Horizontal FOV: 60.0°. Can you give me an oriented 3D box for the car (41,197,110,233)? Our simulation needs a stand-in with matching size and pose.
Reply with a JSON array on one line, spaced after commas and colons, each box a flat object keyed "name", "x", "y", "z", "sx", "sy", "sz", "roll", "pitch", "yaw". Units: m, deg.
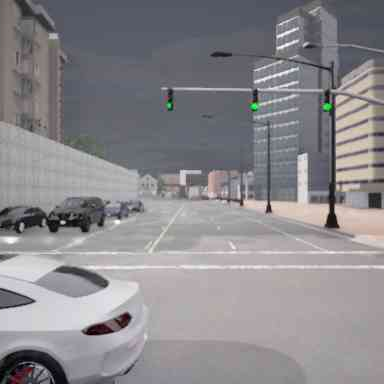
[{"name": "car", "x": -7.110, "y": 1.339, "z": 21.082, "sx": 2.150, "sy": 2.045, "sz": 5.566, "roll": 0, "pitch": 0, "yaw": 0}]

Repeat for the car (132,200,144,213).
[{"name": "car", "x": -7.117, "y": 1.720, "z": 41.063, "sx": 2.128, "sy": 1.511, "sz": 4.902, "roll": 0, "pitch": 0, "yaw": 0}]

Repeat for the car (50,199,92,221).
[{"name": "car", "x": -10.619, "y": 1.517, "z": 29.516, "sx": 2.097, "sy": 1.767, "sz": 4.553, "roll": 0, "pitch": 0, "yaw": 0}]

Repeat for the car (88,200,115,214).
[{"name": "car", "x": -10.619, "y": 1.724, "z": 39.333, "sx": 1.837, "sy": 1.490, "sz": 4.892, "roll": 0, "pitch": 0, "yaw": 0}]

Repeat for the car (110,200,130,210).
[{"name": "car", "x": -10.588, "y": 1.876, "z": 49.392, "sx": 1.895, "sy": 1.301, "sz": 4.718, "roll": 0, "pitch": 0, "yaw": 0}]

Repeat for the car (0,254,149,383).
[{"name": "car", "x": -2.891, "y": 1.553, "z": 4.150, "sx": 4.674, "sy": 1.442, "sz": 1.812, "roll": 0, "pitch": 0, "yaw": 0}]

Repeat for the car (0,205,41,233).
[{"name": "car", "x": -10.614, "y": 1.619, "z": 20.448, "sx": 1.837, "sy": 1.490, "sz": 4.892, "roll": 0, "pitch": 0, "yaw": 0}]

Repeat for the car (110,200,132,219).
[{"name": "car", "x": -7.119, "y": 1.697, "z": 30.720, "sx": 1.812, "sy": 1.442, "sz": 4.674, "roll": 0, "pitch": 0, "yaw": 0}]
